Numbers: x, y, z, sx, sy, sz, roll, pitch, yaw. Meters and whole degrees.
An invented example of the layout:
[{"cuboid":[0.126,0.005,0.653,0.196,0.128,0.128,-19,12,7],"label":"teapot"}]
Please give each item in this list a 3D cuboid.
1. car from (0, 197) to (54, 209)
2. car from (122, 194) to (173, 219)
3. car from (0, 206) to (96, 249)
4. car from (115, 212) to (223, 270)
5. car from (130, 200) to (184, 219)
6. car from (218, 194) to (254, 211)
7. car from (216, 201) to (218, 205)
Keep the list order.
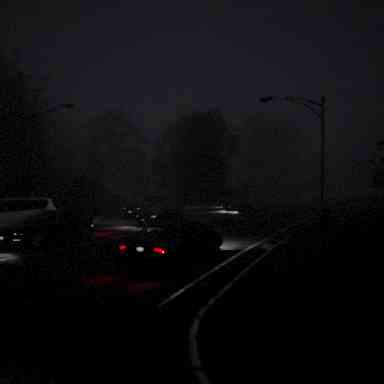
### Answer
[{"cuboid":[-9.622,1.288,17.247,2.150,2.045,5.566,1,0,24],"label":"car"},{"cuboid":[-3.616,1.200,29.087,2.150,2.045,5.566,0,1,30],"label":"car"},{"cuboid":[-6.576,1.598,15.430,1.837,1.490,4.892,1,0,24],"label":"car"},{"cuboid":[-0.514,1.696,11.773,2.033,1.411,5.357,1,0,23],"label":"car"},{"cuboid":[-2.196,1.579,24.424,1.812,1.442,4.674,0,1,28],"label":"car"},{"cuboid":[5.049,1.245,36.172,1.994,1.385,4.181,0,3,36],"label":"car"},{"cuboid":[5.281,1.032,42.414,2.033,1.411,5.357,0,2,38],"label":"car"}]
